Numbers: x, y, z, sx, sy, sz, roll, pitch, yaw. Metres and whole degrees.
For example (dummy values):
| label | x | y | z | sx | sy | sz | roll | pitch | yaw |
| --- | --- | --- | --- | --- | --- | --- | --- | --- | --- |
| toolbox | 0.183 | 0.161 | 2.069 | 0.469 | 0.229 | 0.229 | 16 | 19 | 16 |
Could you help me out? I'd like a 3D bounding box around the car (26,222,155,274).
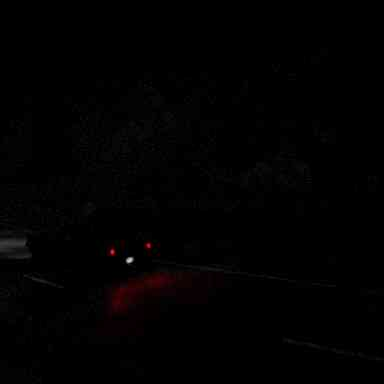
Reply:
| label | x | y | z | sx | sy | sz | roll | pitch | yaw |
| --- | --- | --- | --- | --- | --- | --- | --- | --- | --- |
| car | -3.462 | 1.636 | 10.740 | 4.718 | 1.301 | 1.895 | -1 | 0 | 39 |
